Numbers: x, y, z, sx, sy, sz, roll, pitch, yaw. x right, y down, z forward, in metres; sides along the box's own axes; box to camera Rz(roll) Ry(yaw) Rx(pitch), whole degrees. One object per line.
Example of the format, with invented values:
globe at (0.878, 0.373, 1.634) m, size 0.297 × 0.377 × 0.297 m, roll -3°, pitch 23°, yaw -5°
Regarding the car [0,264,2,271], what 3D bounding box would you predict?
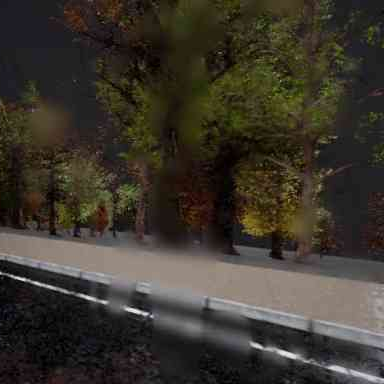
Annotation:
car at (-7.080, 1.598, 8.734) m, size 5.357 × 1.411 × 2.033 m, roll 0°, pitch 0°, yaw 36°
